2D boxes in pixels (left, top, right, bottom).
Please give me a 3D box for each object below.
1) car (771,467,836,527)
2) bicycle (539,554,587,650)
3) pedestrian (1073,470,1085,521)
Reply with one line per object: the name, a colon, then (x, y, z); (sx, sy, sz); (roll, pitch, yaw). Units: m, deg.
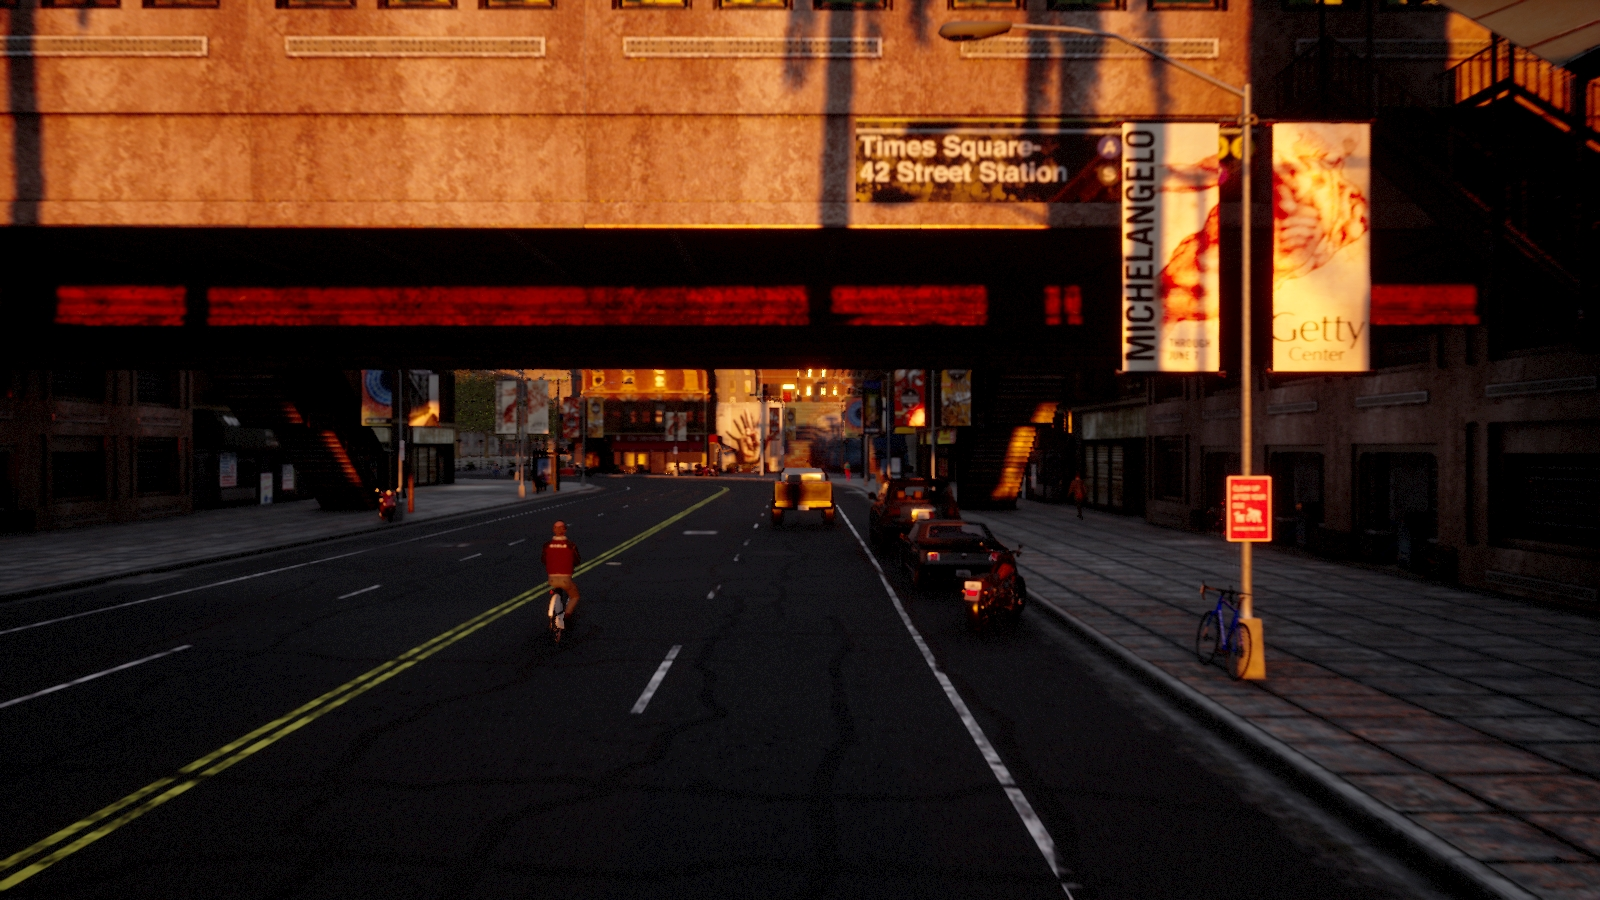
car: (0.122, 1.753, 44.904); (2.390, 2.098, 6.274); (0, 0, 0)
bicycle: (-3.476, 2.210, 16.878); (0.329, 1.171, 1.835); (0, 0, 0)
pedestrian: (10.391, 1.696, 42.584); (0.375, 1.860, 0.375); (0, 0, 2)
